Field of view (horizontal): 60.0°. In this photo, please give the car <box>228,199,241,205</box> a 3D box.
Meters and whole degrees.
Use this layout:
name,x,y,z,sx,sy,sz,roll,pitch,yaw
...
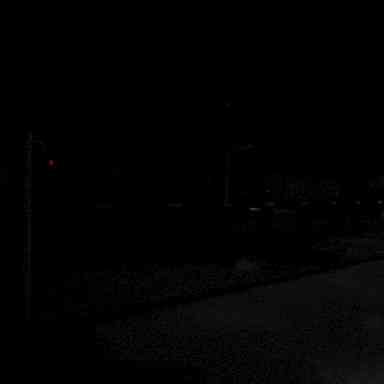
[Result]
name,x,y,z,sx,sy,sz,roll,pitch,yaw
car,6.120,1.915,54.315,1.994,1.385,4.181,1,0,-35
